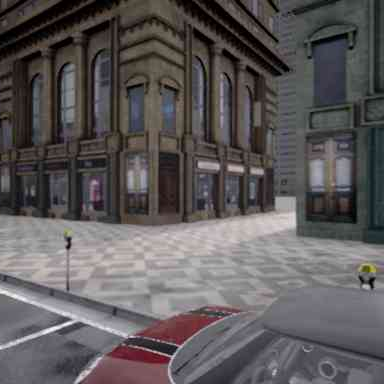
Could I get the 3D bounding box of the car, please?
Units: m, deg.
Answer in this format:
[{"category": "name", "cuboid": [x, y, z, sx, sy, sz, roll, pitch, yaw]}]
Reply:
[{"category": "car", "cuboid": [0.927, 1.440, 2.299, 4.097, 1.590, 1.967, 0, 0, 35]}]
